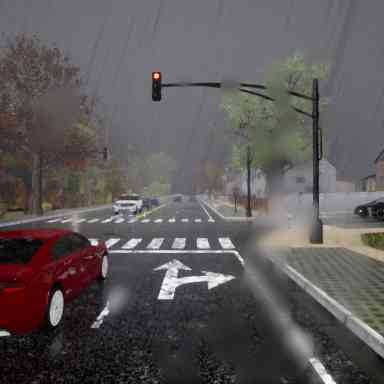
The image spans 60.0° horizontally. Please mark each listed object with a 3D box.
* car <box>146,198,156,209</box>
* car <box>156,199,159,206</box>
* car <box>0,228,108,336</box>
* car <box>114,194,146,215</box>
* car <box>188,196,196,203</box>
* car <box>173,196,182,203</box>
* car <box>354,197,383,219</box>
[{"bbox_3d":[-6.565,1.524,44.905,2.128,1.511,4.902,0,0,0],"label":"car"},{"bbox_3d":[-6.547,1.610,54.955,1.994,1.385,4.181,0,0,0],"label":"car"},{"bbox_3d":[-3.145,1.480,6.878,1.882,1.535,5.008,0,0,0],"label":"car"},{"bbox_3d":[-6.574,1.243,34.869,2.150,2.045,5.566,0,0,0],"label":"car"},{"bbox_3d":[0.055,1.617,73.934,2.033,1.411,5.357,0,0,0],"label":"car"},{"bbox_3d":[-3.187,1.618,74.033,2.033,1.411,5.357,0,0,0],"label":"car"},{"bbox_3d":[13.266,1.034,22.489,4.181,1.385,1.994,-2,-1,-6],"label":"car"}]
